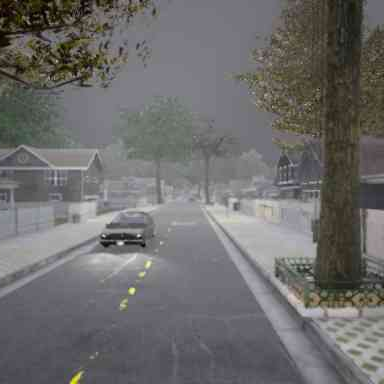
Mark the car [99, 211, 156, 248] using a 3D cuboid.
[{"bbox_3d":[-2.761,1.616,15.499,2.033,1.411,5.357,0,0,0],"label":"car"}]

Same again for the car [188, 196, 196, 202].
[{"bbox_3d":[-0.059,1.823,86.718,1.882,1.535,5.008,0,0,0],"label":"car"}]
